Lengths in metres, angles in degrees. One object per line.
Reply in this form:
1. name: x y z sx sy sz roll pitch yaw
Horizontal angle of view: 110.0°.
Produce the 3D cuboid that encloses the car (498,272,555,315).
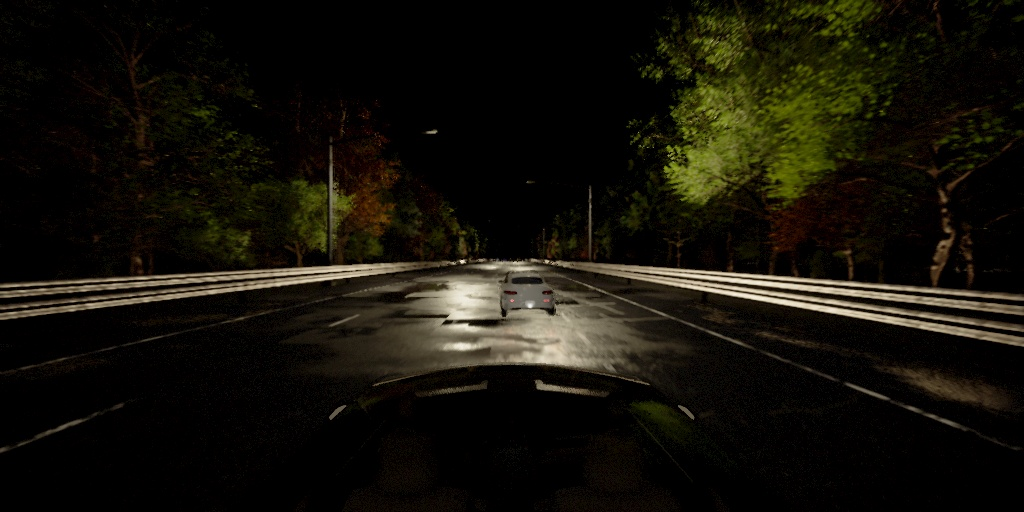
1. car: 0.469 1.327 13.561 1.812 1.442 4.674 0 0 -2
